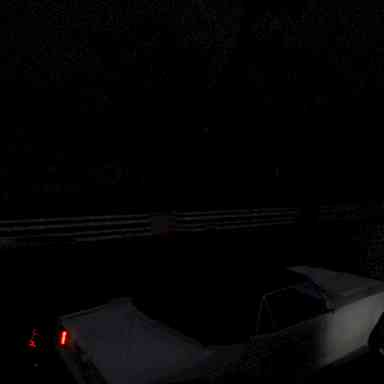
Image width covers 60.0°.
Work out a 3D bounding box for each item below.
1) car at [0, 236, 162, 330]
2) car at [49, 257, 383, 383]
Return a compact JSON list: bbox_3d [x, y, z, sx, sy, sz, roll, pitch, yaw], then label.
[{"bbox_3d":[-2.743,1.542,6.073,5.357,1.411,2.033,0,0,-35],"label":"car"},{"bbox_3d":[0.883,1.592,4.350,4.718,1.301,1.895,0,0,-35],"label":"car"}]
